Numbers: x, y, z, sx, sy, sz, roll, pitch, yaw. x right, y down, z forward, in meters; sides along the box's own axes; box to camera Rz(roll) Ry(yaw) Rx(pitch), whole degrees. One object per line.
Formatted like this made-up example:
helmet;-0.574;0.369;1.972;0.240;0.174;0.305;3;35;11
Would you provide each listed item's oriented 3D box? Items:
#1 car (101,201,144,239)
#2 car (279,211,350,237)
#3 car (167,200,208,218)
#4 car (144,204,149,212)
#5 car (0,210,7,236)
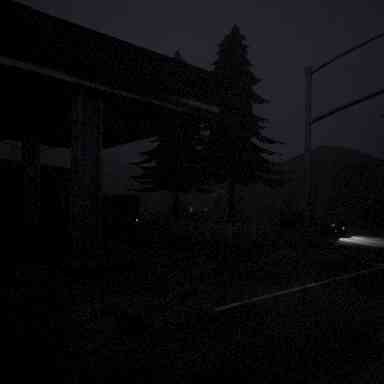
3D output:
car;-4.562;1.445;18.268;1.905;1.878;3.866;1;0;-36
car;7.375;1.855;20.381;1.994;1.385;4.181;1;0;-36
car;-0.456;1.551;31.358;2.097;1.767;4.553;1;0;-35
car;-7.277;1.667;40.966;2.033;1.411;5.357;1;0;-35
car;-11.694;1.519;18.449;2.242;1.667;4.611;1;0;-36
